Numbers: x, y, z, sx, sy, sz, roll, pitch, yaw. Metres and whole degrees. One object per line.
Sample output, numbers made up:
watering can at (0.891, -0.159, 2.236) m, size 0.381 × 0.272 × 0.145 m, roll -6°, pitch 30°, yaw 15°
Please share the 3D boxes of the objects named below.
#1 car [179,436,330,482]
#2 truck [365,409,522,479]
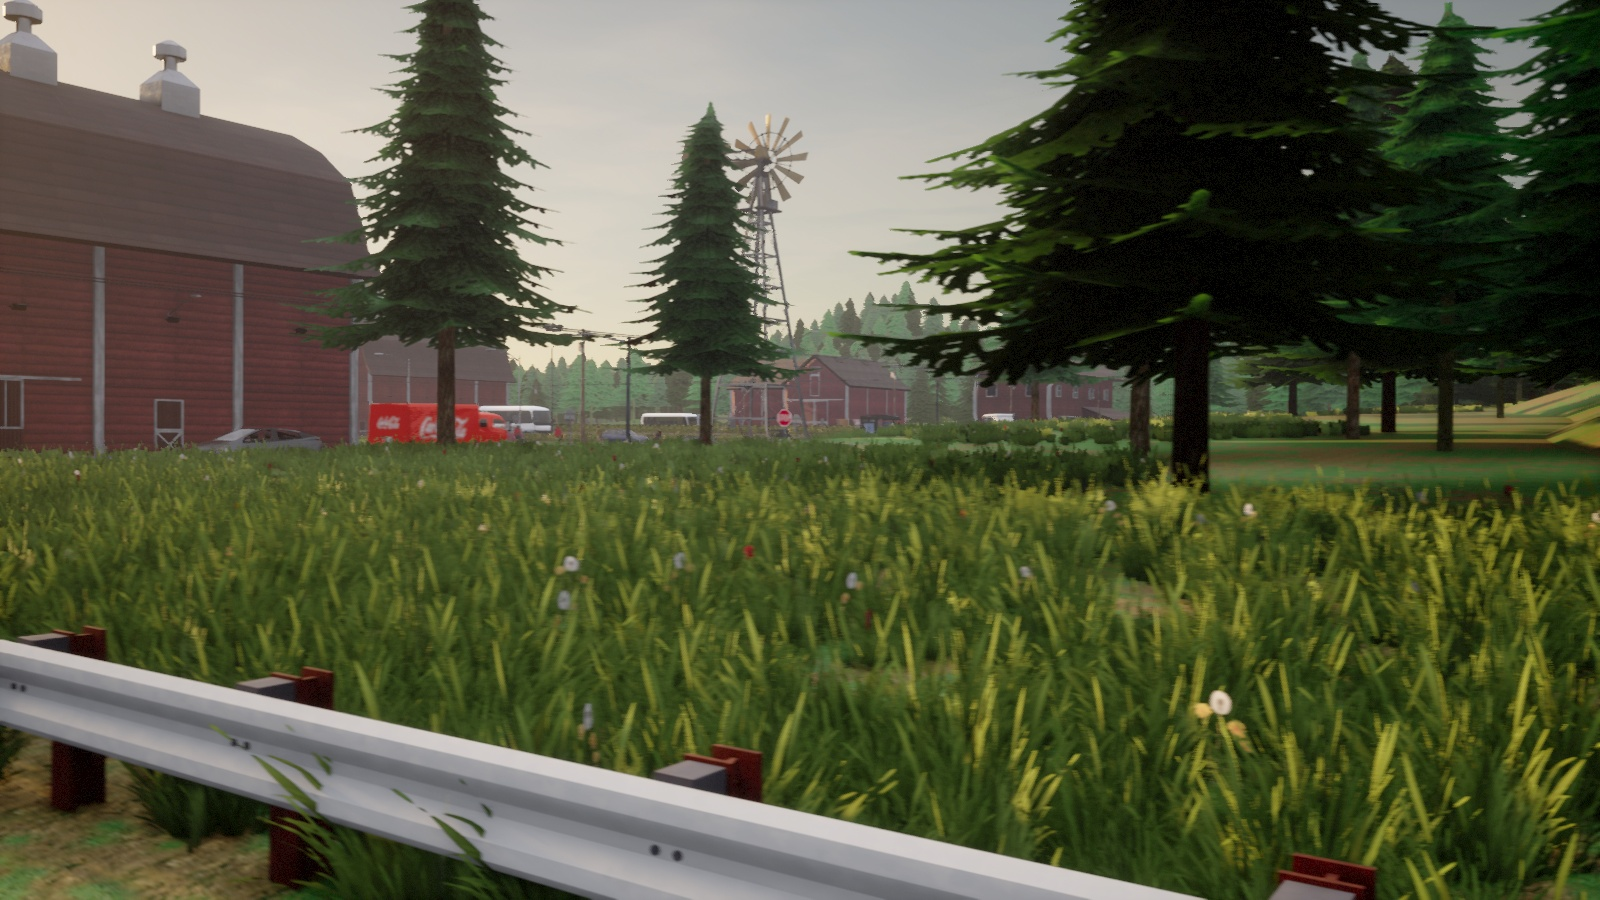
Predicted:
car at (-19.309, 0.270, 44.631) m, size 2.007 × 1.525 × 4.514 m, roll 0°, pitch 1°, yaw 33°
truck at (-13.353, -0.255, 47.319) m, size 2.627 × 2.467 × 5.204 m, roll 0°, pitch 1°, yaw 33°
